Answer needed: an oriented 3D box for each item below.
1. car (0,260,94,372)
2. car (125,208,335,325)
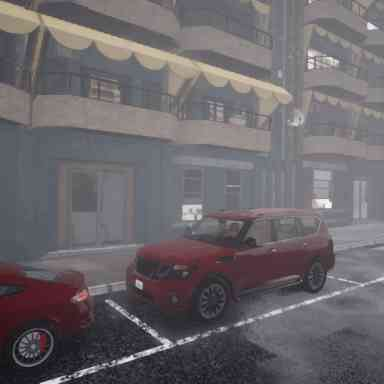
[{"bbox_3d":[-3.384,1.582,4.131,4.206,1.307,1.802,0,1,-35],"label":"car"},{"bbox_3d":[1.114,1.318,7.335,5.009,1.841,2.192,0,1,-35],"label":"car"}]
